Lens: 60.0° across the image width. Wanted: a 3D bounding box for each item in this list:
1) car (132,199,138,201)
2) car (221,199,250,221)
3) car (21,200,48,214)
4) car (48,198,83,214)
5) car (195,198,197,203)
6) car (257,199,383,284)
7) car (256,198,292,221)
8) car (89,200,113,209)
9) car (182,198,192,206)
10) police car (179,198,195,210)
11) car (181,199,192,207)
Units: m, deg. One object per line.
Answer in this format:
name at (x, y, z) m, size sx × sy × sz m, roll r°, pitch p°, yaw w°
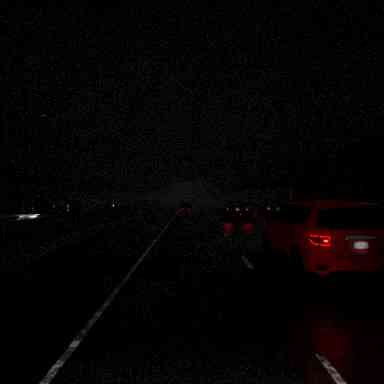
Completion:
car at (-13.803, 1.855, 78.579) m, size 2.033 × 1.411 × 5.357 m, roll 0°, pitch -1°, yaw 0°
car at (3.673, 1.472, 28.889) m, size 2.097 × 1.767 × 4.553 m, roll 0°, pitch 0°, yaw 0°
car at (-17.498, 1.683, 37.731) m, size 1.837 × 1.490 × 4.892 m, roll 0°, pitch 0°, yaw 0°
car at (-13.998, 1.529, 37.548) m, size 2.097 × 1.767 × 4.553 m, roll 0°, pitch 0°, yaw 0°
car at (0.208, 2.090, 82.850) m, size 2.033 × 1.411 × 5.357 m, roll 0°, pitch -1°, yaw 0°
car at (3.626, 1.241, 9.799) m, size 2.150 × 2.045 × 5.566 m, roll 0°, pitch 0°, yaw 0°
car at (7.175, 1.476, 29.658) m, size 2.097 × 1.767 × 4.553 m, roll 0°, pitch 0°, yaw 0°
car at (-10.496, 1.710, 38.695) m, size 1.812 × 1.442 × 4.674 m, roll 0°, pitch 0°, yaw 0°
car at (-0.888, 1.885, 64.598) m, size 1.801 × 1.575 × 5.366 m, roll 0°, pitch -1°, yaw 0°
police car at (-0.928, 1.686, 48.507) m, size 1.930 × 1.638 × 5.238 m, roll 0°, pitch -1°, yaw 0°
car at (-0.903, 1.884, 58.404) m, size 1.812 × 1.442 × 4.674 m, roll 0°, pitch -1°, yaw 0°
